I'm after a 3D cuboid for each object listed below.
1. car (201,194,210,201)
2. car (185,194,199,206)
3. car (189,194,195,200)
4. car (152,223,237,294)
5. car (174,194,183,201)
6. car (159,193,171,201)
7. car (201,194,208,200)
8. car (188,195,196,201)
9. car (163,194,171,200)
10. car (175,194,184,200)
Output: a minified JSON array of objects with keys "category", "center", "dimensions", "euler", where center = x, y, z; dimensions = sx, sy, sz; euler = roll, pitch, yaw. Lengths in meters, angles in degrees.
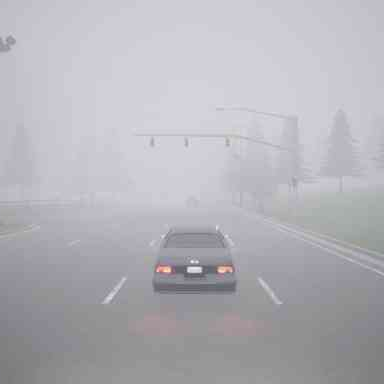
[{"category":"car","center":[3.491,1.492,83.611],"dimensions":[1.837,1.490,4.892],"euler":[0,0,0]},{"category":"car","center":[-0.008,1.352,52.968],"dimensions":[2.097,1.767,4.553],"euler":[0,0,0]},{"category":"car","center":[-0.010,1.310,94.031],"dimensions":[1.882,1.535,5.008],"euler":[0,0,0]},{"category":"car","center":[0.065,1.547,8.929],"dimensions":[2.033,1.411,5.357],"euler":[0,0,0]},{"category":"car","center":[-3.509,1.517,84.027],"dimensions":[1.812,1.442,4.674],"euler":[0,0,0]},{"category":"car","center":[-7.009,1.217,83.640],"dimensions":[2.150,2.045,5.566],"euler":[0,0,0]},{"category":"car","center":[3.490,1.310,94.031],"dimensions":[1.882,1.535,5.008],"euler":[0,0,0]},{"category":"car","center":[-0.009,1.531,83.611],"dimensions":[2.033,1.411,5.357],"euler":[0,0,0]},{"category":"car","center":[-7.010,1.385,94.030],"dimensions":[1.994,1.385,4.181],"euler":[0,0,0]},{"category":"car","center":[-3.510,1.358,94.030],"dimensions":[2.128,1.511,4.902],"euler":[0,0,0]}]
